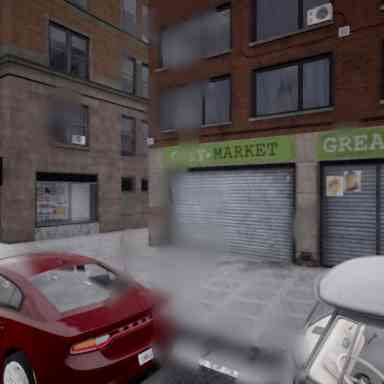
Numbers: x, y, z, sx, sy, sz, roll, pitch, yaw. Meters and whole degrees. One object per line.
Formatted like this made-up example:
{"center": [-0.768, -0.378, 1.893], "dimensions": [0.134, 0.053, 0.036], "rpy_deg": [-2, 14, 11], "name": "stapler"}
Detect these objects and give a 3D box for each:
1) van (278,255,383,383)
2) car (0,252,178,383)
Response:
{"center": [2.328, 1.341, 1.417], "dimensions": [3.998, 1.788, 1.690], "rpy_deg": [0, 0, 35], "name": "van"}
{"center": [-2.282, 1.544, 4.701], "dimensions": [4.507, 1.381, 1.887], "rpy_deg": [0, 0, 35], "name": "car"}
